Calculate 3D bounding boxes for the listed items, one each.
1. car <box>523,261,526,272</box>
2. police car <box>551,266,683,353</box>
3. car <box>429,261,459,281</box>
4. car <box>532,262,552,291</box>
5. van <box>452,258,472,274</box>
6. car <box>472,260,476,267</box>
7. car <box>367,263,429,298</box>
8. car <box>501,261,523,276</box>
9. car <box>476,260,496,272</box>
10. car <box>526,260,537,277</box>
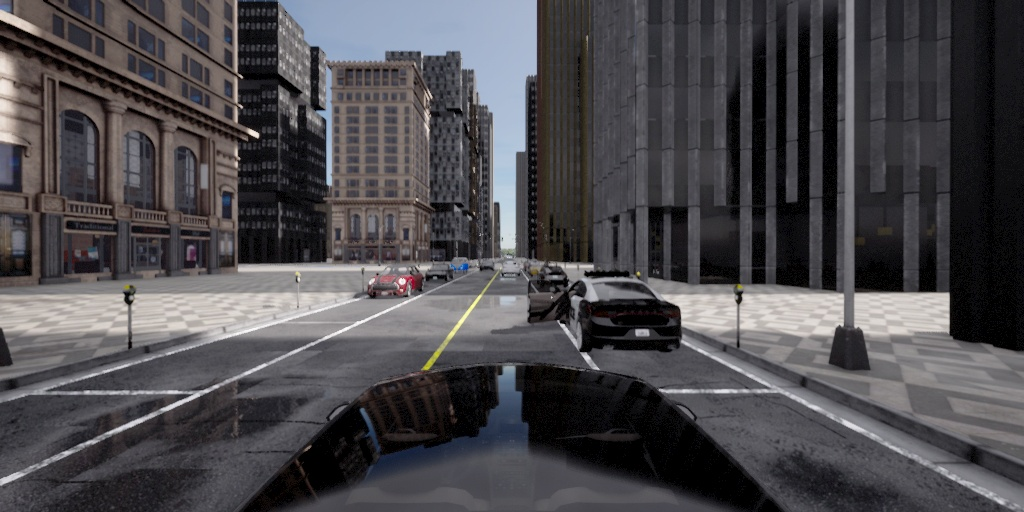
[{"bbox_3d":[2.559,1.313,41.026,2.007,1.370,4.403,0,0,0],"label":"car"},{"bbox_3d":[2.329,1.180,9.027,1.930,1.638,5.238,0,0,0],"label":"police car"},{"bbox_3d":[-5.907,1.329,29.700,1.948,1.339,4.313,0,0,0],"label":"car"},{"bbox_3d":[2.647,1.327,24.104,1.948,1.339,4.313,0,0,0],"label":"car"},{"bbox_3d":[-5.966,1.104,40.981,1.690,1.789,3.998,0,0,0],"label":"van"},{"bbox_3d":[-6.054,1.310,57.904,2.007,1.370,4.403,0,0,0],"label":"car"},{"bbox_3d":[-5.849,1.200,18.417,1.967,1.591,4.097,0,0,0],"label":"car"},{"bbox_3d":[-0.113,1.289,37.510,1.812,1.442,4.674,0,0,0],"label":"car"},{"bbox_3d":[-3.247,1.271,47.595,1.837,1.490,4.892,0,0,0],"label":"car"},{"bbox_3d":[2.588,1.289,35.556,1.751,1.417,4.829,0,0,0],"label":"car"}]
